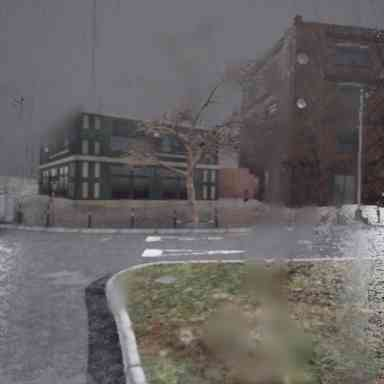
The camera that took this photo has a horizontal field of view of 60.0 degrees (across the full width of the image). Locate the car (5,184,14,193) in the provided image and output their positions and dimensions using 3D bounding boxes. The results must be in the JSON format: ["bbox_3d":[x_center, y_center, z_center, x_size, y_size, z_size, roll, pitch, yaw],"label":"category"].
[{"bbox_3d":[-40.560,-0.436,68.498,5.566,2.045,2.435,1,1,-23],"label":"car"}]

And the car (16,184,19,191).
[{"bbox_3d":[-46.083,-0.804,81.245,5.566,2.045,2.435,1,1,-23],"label":"car"}]

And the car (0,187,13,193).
[{"bbox_3d":[-45.015,-0.442,78.688,4.674,1.452,2.002,1,1,-23],"label":"car"}]

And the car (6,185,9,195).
[{"bbox_3d":[-38.441,-0.038,63.506,5.008,1.535,2.097,1,1,-23],"label":"car"}]

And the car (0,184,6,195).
[{"bbox_3d":[-37.250,-0.084,60.854,4.553,1.767,2.185,1,1,-23],"label":"car"}]

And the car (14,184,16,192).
[{"bbox_3d":[-42.872,-0.590,73.690,5.566,2.045,2.435,1,1,-23],"label":"car"}]

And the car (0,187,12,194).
[{"bbox_3d":[-43.937,-0.371,76.198,4.674,1.452,2.002,1,1,-23],"label":"car"}]
